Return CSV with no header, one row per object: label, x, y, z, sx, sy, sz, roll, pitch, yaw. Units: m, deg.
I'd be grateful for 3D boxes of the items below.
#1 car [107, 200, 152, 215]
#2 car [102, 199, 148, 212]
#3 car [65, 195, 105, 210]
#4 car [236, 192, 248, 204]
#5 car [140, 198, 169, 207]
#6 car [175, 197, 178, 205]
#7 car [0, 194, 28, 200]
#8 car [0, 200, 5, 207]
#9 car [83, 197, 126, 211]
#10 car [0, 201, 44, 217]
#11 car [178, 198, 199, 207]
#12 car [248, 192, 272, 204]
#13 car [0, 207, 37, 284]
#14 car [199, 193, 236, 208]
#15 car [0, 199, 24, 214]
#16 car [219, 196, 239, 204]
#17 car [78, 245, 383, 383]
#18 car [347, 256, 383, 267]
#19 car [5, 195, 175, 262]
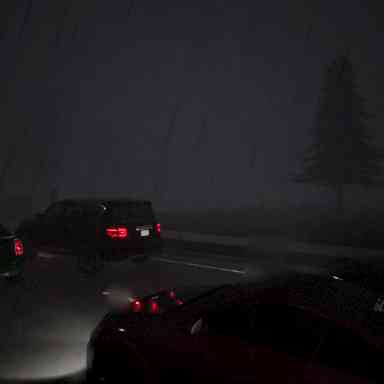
car,-6.533,1.600,35.244,1.895,1.301,4.718,0,0,36
car,-7.834,1.547,39.394,2.033,1.411,5.357,0,0,36
car,-13.796,1.352,43.102,2.097,1.767,4.553,0,0,36
car,10.211,1.031,63.923,2.150,2.045,5.566,0,0,36
car,-5.972,1.601,53.800,1.895,1.301,4.718,0,0,36
car,-3.228,1.527,51.625,1.812,1.442,4.674,0,1,36
car,-16.070,1.221,28.111,2.150,2.045,5.566,0,0,36
car,-14.370,1.548,24.300,2.033,1.411,5.357,0,0,35
car,-10.764,1.478,41.316,1.882,1.535,5.008,0,0,36
car,-17.249,1.601,32.529,1.895,1.301,4.718,0,0,38
car,0.437,1.601,50.704,1.895,1.301,4.718,0,0,36
car,13.037,1.031,61.858,2.150,2.045,5.566,0,0,36
car,-6.217,1.352,8.391,4.553,1.767,2.097,0,0,36
car,3.830,1.223,49.422,2.150,2.045,5.566,0,0,36
car,-20.259,1.505,34.365,1.837,1.490,4.892,0,0,38
car,7.403,1.561,66.012,1.812,1.442,4.674,0,0,36
car,0.834,1.564,3.394,4.181,1.385,1.994,0,0,35
car,4.703,1.478,4.933,5.008,1.535,1.882,0,0,35
car,-3.473,1.221,10.732,5.566,2.045,2.150,0,0,36
